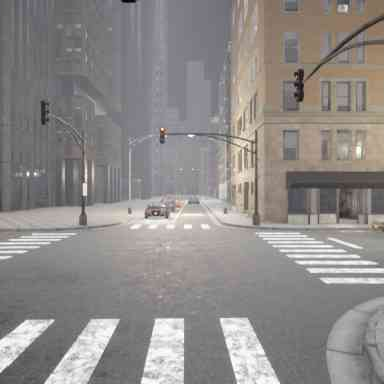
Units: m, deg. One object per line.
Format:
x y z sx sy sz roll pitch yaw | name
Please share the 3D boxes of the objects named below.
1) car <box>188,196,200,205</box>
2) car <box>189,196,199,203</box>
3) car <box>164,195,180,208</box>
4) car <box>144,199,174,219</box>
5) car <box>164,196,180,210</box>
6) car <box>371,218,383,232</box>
0.339 1.569 59.919 1.994 1.385 4.181 0 0 0 | car
0.375 1.545 69.869 1.994 1.385 4.181 0 0 0 | car
-2.887 1.368 49.143 2.097 1.767 4.553 0 0 0 | car
-2.978 1.573 29.390 1.994 1.385 4.181 0 0 0 | car
-2.932 1.505 39.244 2.128 1.511 4.902 0 0 0 | car
12.186 1.519 17.694 4.829 1.417 1.752 0 0 -1 | car
